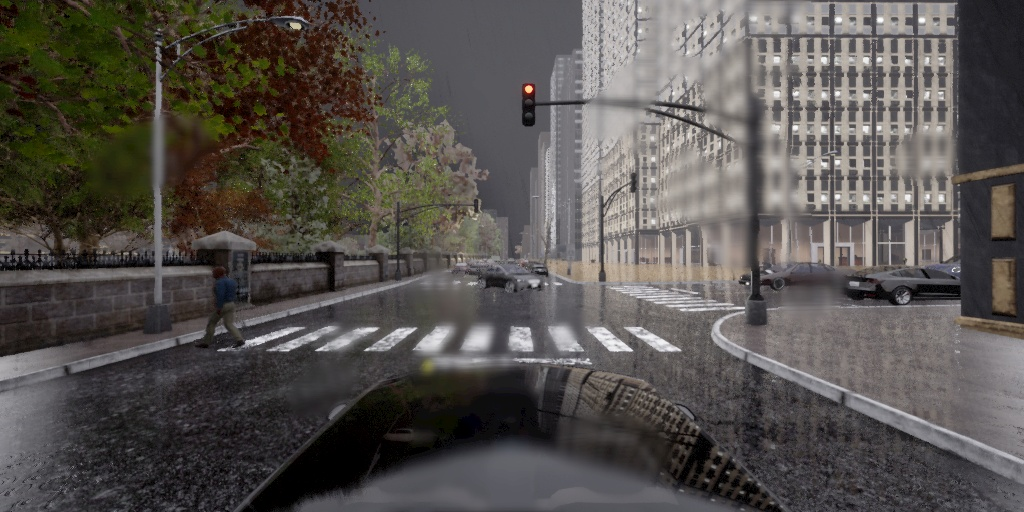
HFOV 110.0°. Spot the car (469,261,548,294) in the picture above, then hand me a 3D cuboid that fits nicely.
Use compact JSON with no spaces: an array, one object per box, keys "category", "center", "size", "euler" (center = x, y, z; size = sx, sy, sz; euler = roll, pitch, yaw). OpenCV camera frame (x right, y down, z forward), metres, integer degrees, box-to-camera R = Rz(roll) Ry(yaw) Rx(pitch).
[{"category":"car","center":[-0.221,1.247,20.365],"size":[2.128,1.511,4.902],"euler":[0,0,-34]}]

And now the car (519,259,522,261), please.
[{"category":"car","center":[2.554,1.337,63.895],"size":[1.888,1.381,4.507],"euler":[0,0,0]}]

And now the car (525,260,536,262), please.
[{"category":"car","center":[2.614,1.330,35.732],"size":[1.948,1.339,4.313],"euler":[0,0,0]}]

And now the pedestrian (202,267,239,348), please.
[{"category":"pedestrian","center":[-6.231,1.044,7.670],"size":[0.375,1.860,0.375],"euler":[0,0,0]}]

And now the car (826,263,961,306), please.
[{"category":"car","center":[14.659,1.026,13.176],"size":[4.313,1.339,1.948],"euler":[0,0,0]}]

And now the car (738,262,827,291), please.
[{"category":"car","center":[15.102,1.025,18.974],"size":[5.357,1.411,2.033],"euler":[-1,0,0]}]

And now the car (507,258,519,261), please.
[{"category":"car","center":[-0.135,1.295,62.562],"size":[1.837,1.490,4.892],"euler":[0,0,0]}]

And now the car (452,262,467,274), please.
[{"category":"car","center":[-5.778,1.350,41.346],"size":[1.802,1.307,4.207],"euler":[0,0,0]}]

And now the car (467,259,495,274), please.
[{"category":"car","center":[-3.171,1.330,36.944],"size":[1.994,1.385,4.181],"euler":[0,0,0]}]

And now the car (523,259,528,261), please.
[{"category":"car","center":[2.602,1.334,41.365],"size":[1.948,1.339,4.313],"euler":[0,0,0]}]

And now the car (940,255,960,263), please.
[{"category":"car","center":[24.499,0.669,19.044],"size":[4.553,1.767,2.097],"euler":[-1,0,0]}]

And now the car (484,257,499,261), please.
[{"category":"car","center":[-3.202,1.255,51.357],"size":[1.882,1.535,5.008],"euler":[0,0,0]}]
